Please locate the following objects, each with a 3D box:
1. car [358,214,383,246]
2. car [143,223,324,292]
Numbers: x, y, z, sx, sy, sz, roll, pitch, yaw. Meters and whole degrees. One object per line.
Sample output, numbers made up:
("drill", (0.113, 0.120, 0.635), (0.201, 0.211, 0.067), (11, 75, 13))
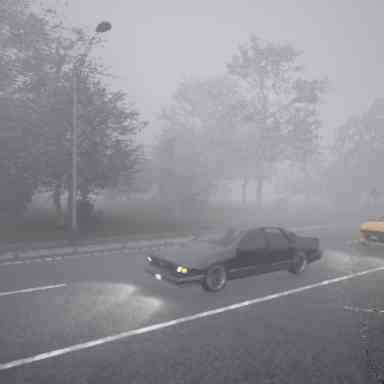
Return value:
("car", (9.400, 1.593, 14.873), (5.008, 1.535, 1.882), (1, 0, -36))
("car", (1.411, 1.593, 9.218), (5.357, 1.411, 2.033), (0, 0, -35))
